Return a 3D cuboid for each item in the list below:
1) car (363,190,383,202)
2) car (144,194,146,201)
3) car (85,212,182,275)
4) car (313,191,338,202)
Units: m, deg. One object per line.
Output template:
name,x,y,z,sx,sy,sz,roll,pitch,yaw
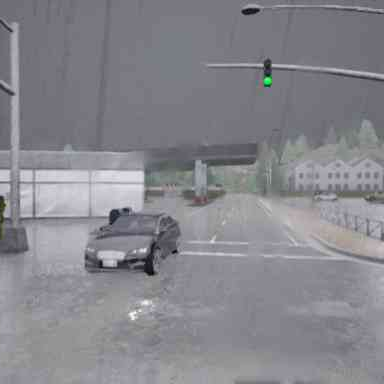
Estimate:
car,30.471,0.663,53.987,4.605,1.855,1.932,0,0,9
car,-10.314,0.993,64.202,2.242,1.667,4.611,0,0,9
car,-1.559,1.407,10.314,2.128,1.511,4.902,0,1,9
car,22.086,0.923,55.253,3.806,1.475,1.970,0,0,9
